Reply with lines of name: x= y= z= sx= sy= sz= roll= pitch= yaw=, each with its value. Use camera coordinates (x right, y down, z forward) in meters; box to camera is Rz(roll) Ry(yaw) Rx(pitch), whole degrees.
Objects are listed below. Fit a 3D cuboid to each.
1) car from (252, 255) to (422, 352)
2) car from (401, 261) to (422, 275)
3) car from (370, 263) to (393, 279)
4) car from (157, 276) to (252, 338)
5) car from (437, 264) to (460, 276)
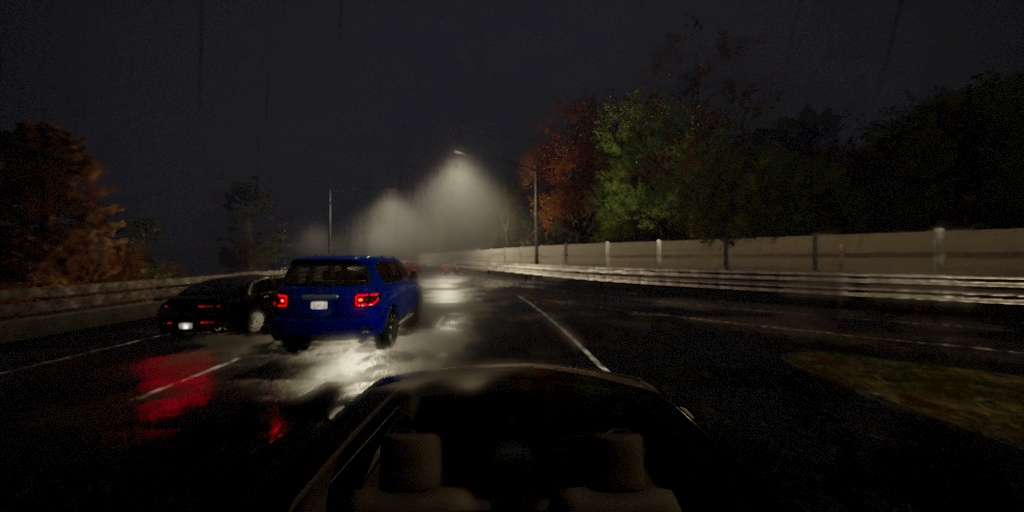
car: x=-3.802 y=1.013 z=9.305 sx=2.150 sy=2.045 sz=5.566 roll=0 pitch=0 yaw=-5
car: x=-12.090 y=1.429 z=43.009 sx=1.882 sy=1.535 sz=5.008 roll=0 pitch=0 yaw=-22
car: x=-13.170 y=1.476 z=36.378 sx=2.033 sy=1.411 sz=5.357 roll=0 pitch=0 yaw=-19
car: x=-7.539 y=1.315 z=10.495 sx=1.837 sy=1.490 sz=4.892 roll=0 pitch=0 yaw=-4
car: x=-7.180 y=1.526 z=40.232 sx=1.895 sy=1.301 sz=4.718 roll=0 pitch=0 yaw=-20
